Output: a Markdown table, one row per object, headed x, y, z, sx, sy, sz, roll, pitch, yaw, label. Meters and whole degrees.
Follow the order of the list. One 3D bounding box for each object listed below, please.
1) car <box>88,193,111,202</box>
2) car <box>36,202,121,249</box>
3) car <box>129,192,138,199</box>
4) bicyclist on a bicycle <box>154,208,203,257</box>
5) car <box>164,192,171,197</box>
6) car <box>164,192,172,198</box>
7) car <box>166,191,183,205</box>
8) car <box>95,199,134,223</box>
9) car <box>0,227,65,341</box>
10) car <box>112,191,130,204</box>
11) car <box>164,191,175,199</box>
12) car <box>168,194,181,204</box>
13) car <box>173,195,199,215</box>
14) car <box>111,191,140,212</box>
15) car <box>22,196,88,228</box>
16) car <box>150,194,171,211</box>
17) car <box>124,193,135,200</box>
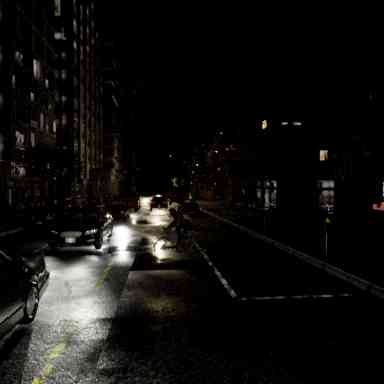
| x | y | z | sx | sy | sz | roll | pitch | yaw | label |
| --- | --- | --- | --- | --- | --- | --- | --- | --- | --- |
| -8.761 | 1.198 | 29.707 | 1.967 | 1.590 | 4.097 | -1 | 1 | -6 | car |
| -4.469 | 1.383 | 13.939 | 2.128 | 1.511 | 4.902 | 0 | 1 | -6 | car |
| -14.032 | 0.837 | 79.800 | 1.752 | 1.417 | 4.829 | -1 | 1 | -6 | car |
| -0.475 | 1.362 | 11.162 | 1.656 | 1.620 | 0.582 | -2 | 1 | -6 | bicyclist on a bicycle |
| -6.874 | 0.771 | 91.844 | 1.802 | 1.307 | 4.206 | -1 | 1 | -6 | car |
| -6.294 | 0.804 | 86.340 | 1.947 | 1.339 | 4.313 | -1 | 1 | -6 | car |
| -2.235 | 0.896 | 47.811 | 2.192 | 1.841 | 5.009 | -1 | 1 | -6 | car |
| -5.516 | 1.404 | 23.936 | 1.895 | 1.301 | 4.718 | 0 | 1 | -6 | car |
| -3.436 | 1.525 | 4.214 | 2.033 | 1.411 | 5.357 | 0 | 1 | -6 | car |
| -11.150 | 0.870 | 52.446 | 2.192 | 1.841 | 5.009 | -1 | 1 | -6 | car |
| -5.137 | 0.651 | 75.331 | 2.192 | 1.841 | 5.009 | -1 | 1 | -6 | car |
| -2.829 | 1.056 | 53.486 | 1.752 | 1.417 | 4.829 | -1 | 1 | -6 | car |
| -0.400 | 1.285 | 30.572 | 2.008 | 1.369 | 4.403 | -1 | 1 | -6 | car |
| -6.569 | 0.933 | 34.351 | 2.150 | 2.045 | 5.566 | 0 | 1 | -5 | car |
| -7.692 | 1.170 | 18.688 | 2.192 | 1.841 | 5.009 | -1 | 1 | -6 | car |
| -3.580 | 1.216 | 36.140 | 1.812 | 1.442 | 4.674 | 0 | 0 | -6 | car |
| -12.888 | 0.953 | 68.961 | 1.887 | 1.381 | 4.507 | -1 | 1 | -6 | car |
